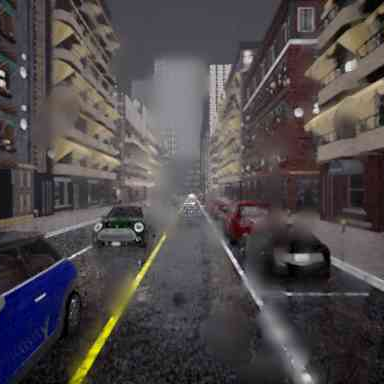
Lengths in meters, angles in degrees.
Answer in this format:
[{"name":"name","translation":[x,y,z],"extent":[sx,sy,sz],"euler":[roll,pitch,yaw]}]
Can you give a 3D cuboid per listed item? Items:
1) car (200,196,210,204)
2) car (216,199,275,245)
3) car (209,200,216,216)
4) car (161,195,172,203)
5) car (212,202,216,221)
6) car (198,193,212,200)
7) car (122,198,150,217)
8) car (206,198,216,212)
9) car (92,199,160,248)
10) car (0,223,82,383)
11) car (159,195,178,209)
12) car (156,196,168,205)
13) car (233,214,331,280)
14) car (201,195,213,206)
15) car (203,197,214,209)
[{"name":"car","translation":[2.549,1.467,65.460],"extent":[1.752,1.417,4.829],"euler":[-1,0,0]},{"name":"car","translation":[2.551,1.303,15.349],"extent":[2.192,1.841,5.009],"euler":[-1,0,0]},{"name":"car","translation":[2.554,1.561,26.447],"extent":[1.802,1.307,4.206],"euler":[-1,0,0]},{"name":"car","translation":[-5.333,1.377,70.818],"extent":[1.967,1.590,4.097],"euler":[-1,0,0]},{"name":"car","translation":[2.554,1.535,20.898],"extent":[2.008,1.369,4.403],"euler":[-1,0,0]},{"name":"car","translation":[2.547,1.268,54.192],"extent":[2.192,1.841,5.009],"euler":[-1,0,0]},{"name":"car","translation":[-5.329,1.414,31.974],"extent":[1.967,1.590,4.097],"euler":[-1,0,0]},{"name":"car","translation":[2.553,1.556,31.997],"extent":[1.802,1.307,4.206],"euler":[-1,0,0]},{"name":"car","translation":[-2.820,1.340,14.663],"extent":[2.097,1.767,4.553],"euler":[0,0,0]},{"name":"car","translation":[-2.844,1.349,3.523],"extent":[2.097,1.767,4.553],"euler":[0,0,0]},{"name":"car","translation":[-2.840,1.454,44.378],"extent":[2.128,1.511,4.902],"euler":[0,0,0]},{"name":"car","translation":[-5.331,1.473,59.550],"extent":[1.752,1.417,4.829],"euler":[-1,0,0]},{"name":"car","translation":[2.555,1.558,9.800],"extent":[1.947,1.339,4.313],"euler":[-1,0,0]},{"name":"car","translation":[2.551,1.514,43.094],"extent":[2.008,1.369,4.403],"euler":[-1,0,0]},{"name":"car","translation":[2.552,1.535,37.545],"extent":[1.947,1.339,4.313],"euler":[-1,0,0]}]
